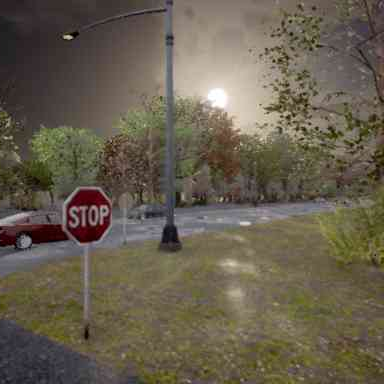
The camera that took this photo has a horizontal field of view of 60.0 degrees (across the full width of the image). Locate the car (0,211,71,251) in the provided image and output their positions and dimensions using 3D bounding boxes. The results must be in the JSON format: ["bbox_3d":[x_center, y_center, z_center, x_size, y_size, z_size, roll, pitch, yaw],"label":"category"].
[{"bbox_3d":[-6.675,1.616,15.111,1.882,1.535,5.008,-1,-1,36],"label":"car"}]

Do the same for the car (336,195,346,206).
[{"bbox_3d":[29.100,1.694,65.874,2.150,2.045,5.566,0,-1,29],"label":"car"}]

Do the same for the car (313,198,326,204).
[{"bbox_3d":[29.497,2.053,76.895,1.837,1.490,4.892,0,-1,36],"label":"car"}]

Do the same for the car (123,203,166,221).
[{"bbox_3d":[-4.124,1.833,30.562,1.837,1.490,4.892,0,1,36],"label":"car"}]
